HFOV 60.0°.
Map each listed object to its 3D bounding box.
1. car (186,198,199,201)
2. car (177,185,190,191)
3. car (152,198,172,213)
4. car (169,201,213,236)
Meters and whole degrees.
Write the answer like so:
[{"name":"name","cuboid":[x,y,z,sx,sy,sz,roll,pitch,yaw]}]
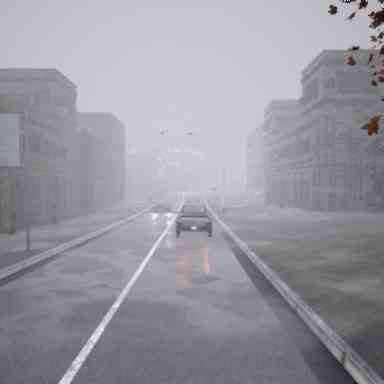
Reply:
[{"name":"car","cuboid":[0.095,1.386,36.370,2.033,1.411,5.357,0,2,0]},{"name":"car","cuboid":[-1.940,-0.959,76.124,1.994,1.385,4.181,0,3,17]},{"name":"car","cuboid":[-3.100,1.386,35.521,1.812,1.442,4.674,0,1,0]},{"name":"car","cuboid":[0.097,1.483,18.193,2.128,1.511,4.902,0,0,0]}]
